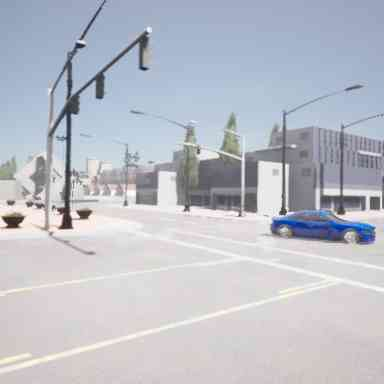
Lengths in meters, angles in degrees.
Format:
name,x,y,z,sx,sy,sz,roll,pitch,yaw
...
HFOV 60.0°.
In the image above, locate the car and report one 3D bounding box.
name,x,y,z,sx,sy,sz,roll,pitch,yaw
car,6.482,1.715,16.896,5.008,1.535,1.882,1,1,34
